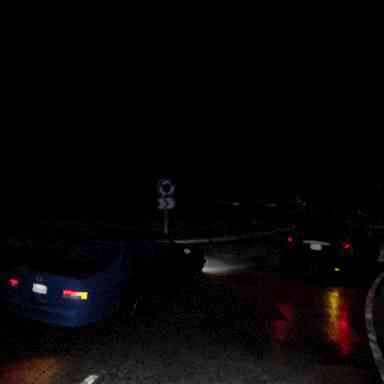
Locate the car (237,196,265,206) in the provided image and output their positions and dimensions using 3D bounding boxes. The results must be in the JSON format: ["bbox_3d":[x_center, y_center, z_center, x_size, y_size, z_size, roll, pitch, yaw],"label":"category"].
[{"bbox_3d":[8.367,1.196,47.187,1.994,1.385,4.181,0,1,-33],"label":"car"}]

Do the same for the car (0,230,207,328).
[{"bbox_3d":[-1.384,1.594,7.482,2.033,1.411,5.357,2,0,23],"label":"car"}]

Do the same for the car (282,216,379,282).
[{"bbox_3d":[4.710,1.582,10.982,2.097,1.767,4.553,2,1,36],"label":"car"}]

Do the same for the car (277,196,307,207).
[{"bbox_3d":[13.378,1.252,44.564,1.812,1.442,4.674,0,2,-24],"label":"car"}]
